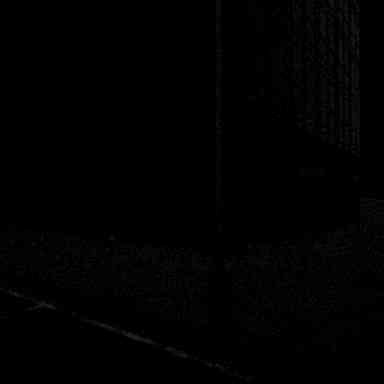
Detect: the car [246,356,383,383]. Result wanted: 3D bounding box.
[{"bbox_3d":[2.029,1.571,1.410,4.313,1.339,1.947,0,0,35],"label":"car"}]
